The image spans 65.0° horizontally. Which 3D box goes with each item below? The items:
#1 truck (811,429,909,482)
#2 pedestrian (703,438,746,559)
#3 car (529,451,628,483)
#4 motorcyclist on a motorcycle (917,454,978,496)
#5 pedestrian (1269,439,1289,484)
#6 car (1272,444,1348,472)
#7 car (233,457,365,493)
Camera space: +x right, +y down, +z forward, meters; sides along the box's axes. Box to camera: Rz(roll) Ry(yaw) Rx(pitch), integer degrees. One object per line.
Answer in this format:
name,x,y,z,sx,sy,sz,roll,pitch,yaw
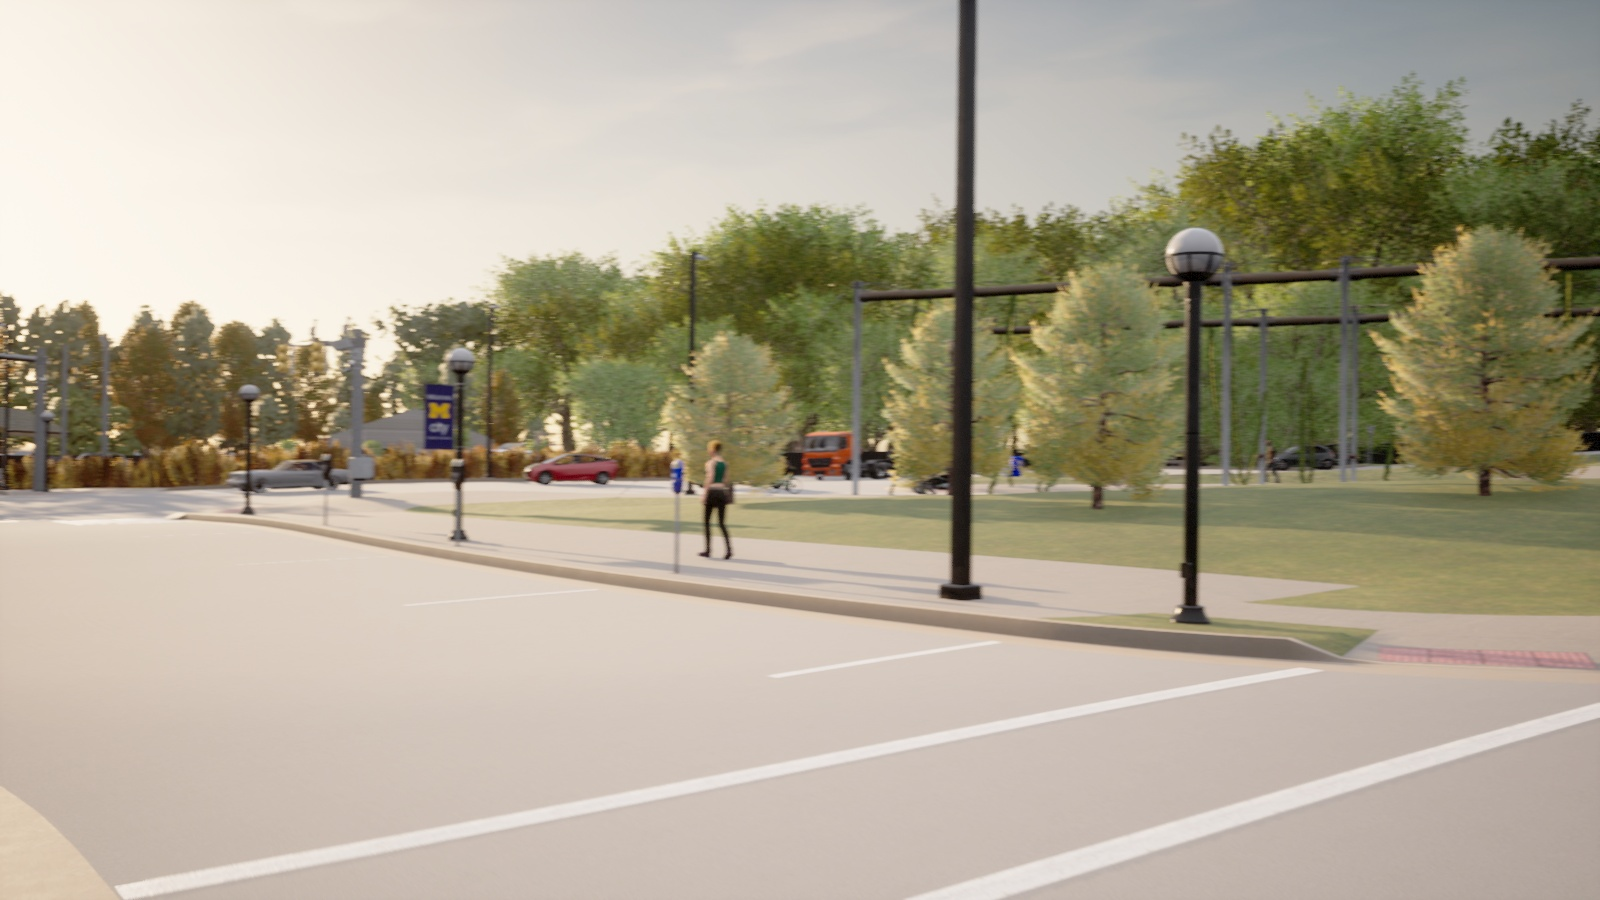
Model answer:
truck,4.262,0.314,87.418,2.891,3.462,7.936,-1,0,36
pedestrian,-1.172,0.732,19.349,0.345,1.836,0.594,1,0,-40
car,-10.930,0.840,61.903,4.514,1.525,2.007,1,0,-20
motorcyclist on a motorcycle,5.964,0.998,50.784,2.350,1.649,0.766,0,-1,28
pedestrian,19.725,0.479,51.687,0.720,1.854,0.376,1,0,23
car,31.848,0.498,78.554,3.988,1.617,1.851,-1,0,5
car,-20.642,0.998,51.847,4.718,1.301,1.895,-1,1,-40
